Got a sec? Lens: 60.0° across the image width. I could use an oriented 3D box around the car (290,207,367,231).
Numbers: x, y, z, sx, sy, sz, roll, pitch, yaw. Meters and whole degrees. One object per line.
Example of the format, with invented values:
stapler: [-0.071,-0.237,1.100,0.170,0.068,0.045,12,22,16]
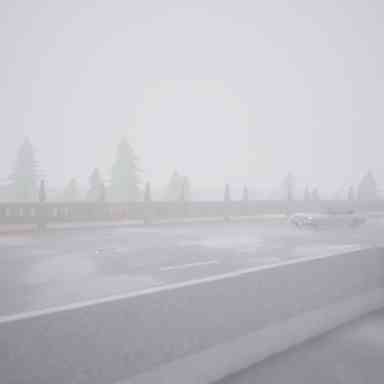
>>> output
car: [8.374,1.573,20.487,4.718,1.301,1.895,0,0,-25]
